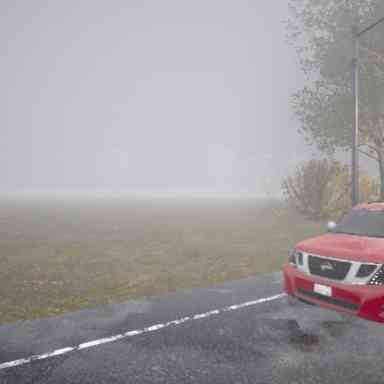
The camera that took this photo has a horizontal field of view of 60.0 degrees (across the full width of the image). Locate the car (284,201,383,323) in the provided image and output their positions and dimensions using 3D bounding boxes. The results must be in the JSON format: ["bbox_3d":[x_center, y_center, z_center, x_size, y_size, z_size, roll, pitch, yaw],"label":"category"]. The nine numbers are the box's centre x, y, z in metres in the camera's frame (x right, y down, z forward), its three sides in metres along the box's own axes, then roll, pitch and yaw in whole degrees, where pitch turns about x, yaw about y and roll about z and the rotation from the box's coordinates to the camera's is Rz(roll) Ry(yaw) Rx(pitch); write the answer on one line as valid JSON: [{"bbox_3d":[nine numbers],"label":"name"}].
[{"bbox_3d":[4.388,1.218,6.914,5.566,2.045,2.150,0,0,-34],"label":"car"}]
